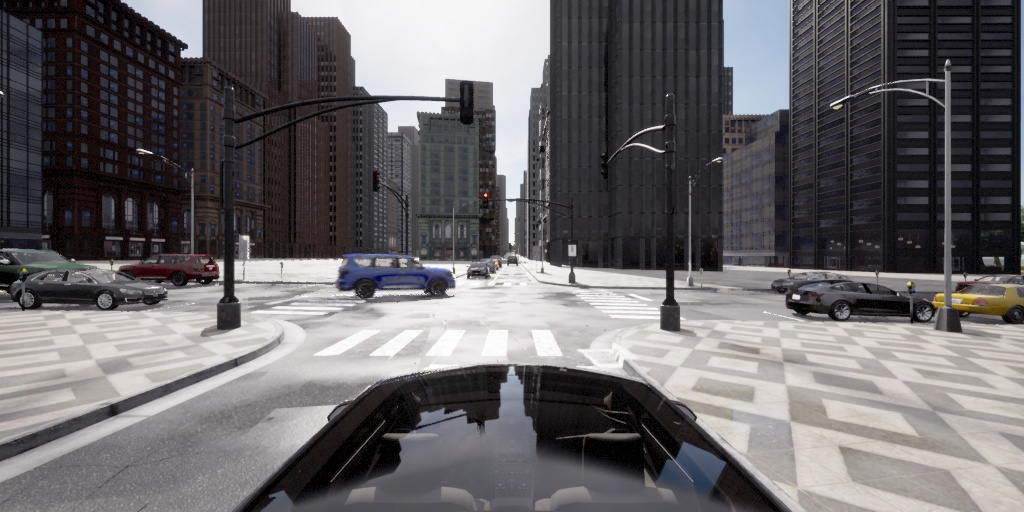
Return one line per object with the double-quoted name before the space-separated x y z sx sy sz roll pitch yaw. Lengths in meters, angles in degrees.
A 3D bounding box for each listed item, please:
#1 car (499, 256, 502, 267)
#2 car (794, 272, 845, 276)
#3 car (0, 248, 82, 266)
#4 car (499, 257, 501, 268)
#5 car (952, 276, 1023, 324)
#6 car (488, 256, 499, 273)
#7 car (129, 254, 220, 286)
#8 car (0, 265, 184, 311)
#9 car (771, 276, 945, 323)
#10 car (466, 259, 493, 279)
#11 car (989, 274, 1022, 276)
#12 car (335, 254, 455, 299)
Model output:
"car" -2.954 0.973 63.188 2.150 2.045 5.566 0 0 1
"car" 17.808 1.591 21.206 4.403 1.370 2.007 0 0 0
"car" -21.045 0.701 15.405 5.566 2.045 2.150 0 0 0
"car" -3.017 1.227 52.486 1.882 1.535 5.008 0 0 0
"car" 17.955 1.571 12.680 4.829 1.417 1.751 0 0 0
"car" -3.038 1.102 42.288 2.097 1.767 4.553 0 0 0
"car" -20.199 0.799 21.173 5.009 1.841 2.192 0 0 0
"car" -14.765 1.116 12.638 4.403 1.370 2.007 0 0 0
"car" 12.143 1.524 12.690 4.313 1.339 1.948 0 0 0
"car" -3.055 1.254 33.235 1.837 1.490 4.892 0 0 0
"car" 29.094 1.766 21.187 4.507 1.381 1.888 0 0 0
"car" -5.637 0.945 17.675 5.566 2.045 2.150 1 0 -25
